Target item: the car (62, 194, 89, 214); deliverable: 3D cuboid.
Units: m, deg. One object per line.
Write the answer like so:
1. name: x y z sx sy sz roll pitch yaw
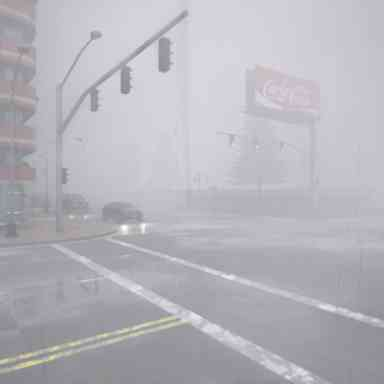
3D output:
1. car: -13.083 1.217 36.464 2.150 2.045 5.566 0 0 -36

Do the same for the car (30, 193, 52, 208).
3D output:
1. car: -22.715 1.222 49.903 2.150 2.045 5.566 0 0 -35

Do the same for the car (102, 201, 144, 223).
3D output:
1. car: -5.500 1.503 25.939 1.837 1.490 4.892 0 0 -36
